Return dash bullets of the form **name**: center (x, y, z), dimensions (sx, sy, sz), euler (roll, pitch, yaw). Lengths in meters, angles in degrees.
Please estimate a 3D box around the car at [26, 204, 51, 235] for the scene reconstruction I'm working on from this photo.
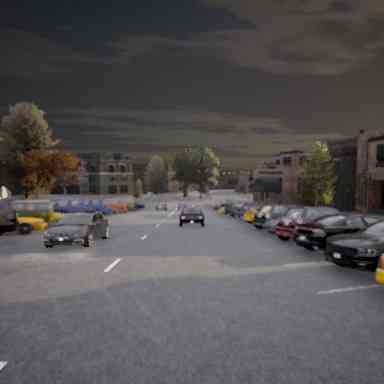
- **car**: center (-11.287, 1.702, 19.234), dimensions (5.366, 1.575, 1.946), euler (0, -1, -20)

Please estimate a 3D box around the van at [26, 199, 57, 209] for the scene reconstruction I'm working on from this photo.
- **van**: center (-11.593, 1.537, 22.125), dimensions (4.442, 1.987, 1.878), euler (0, -1, -20)

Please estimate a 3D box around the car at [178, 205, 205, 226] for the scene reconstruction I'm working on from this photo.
- **car**: center (-0.023, 1.937, 26.379), dimensions (1.895, 1.301, 4.718), euler (0, -1, 0)

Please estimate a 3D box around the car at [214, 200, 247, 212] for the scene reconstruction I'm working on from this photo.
- **car**: center (5.983, 2.167, 51.244), dimensions (4.553, 1.767, 2.185), euler (1, -1, -21)

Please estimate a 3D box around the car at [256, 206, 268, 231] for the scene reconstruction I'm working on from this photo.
- **car**: center (6.356, 1.705, 18.937), dimensions (4.674, 1.452, 2.002), euler (1, -1, -20)

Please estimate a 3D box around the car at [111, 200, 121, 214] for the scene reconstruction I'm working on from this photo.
- **car**: center (-11.486, 2.123, 40.194), dimensions (4.892, 1.521, 2.231), euler (0, -2, -19)

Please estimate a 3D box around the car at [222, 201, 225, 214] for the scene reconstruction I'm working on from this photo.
- **car**: center (6.175, 2.032, 36.540), dimensions (4.792, 1.488, 2.163), euler (1, -1, -21)

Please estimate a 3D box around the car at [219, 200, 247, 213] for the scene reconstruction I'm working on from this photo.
- **car**: center (6.178, 2.061, 39.486), dimensions (5.008, 1.535, 2.097), euler (1, -1, -21)

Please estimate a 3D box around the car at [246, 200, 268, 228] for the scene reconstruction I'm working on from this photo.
- **car**: center (6.305, 1.591, 21.873), dimensions (4.553, 1.767, 2.185), euler (1, -1, -20)

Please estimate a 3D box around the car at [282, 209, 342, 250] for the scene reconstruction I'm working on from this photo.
- **car**: center (6.376, 1.578, 13.075), dimensions (5.008, 1.535, 2.097), euler (1, -1, -20)

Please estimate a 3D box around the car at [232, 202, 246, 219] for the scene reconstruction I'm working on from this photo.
- **car**: center (6.280, 1.831, 27.748), dimensions (4.892, 1.521, 2.231), euler (1, -1, -20)

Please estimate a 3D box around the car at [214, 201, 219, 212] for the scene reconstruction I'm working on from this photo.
- **car**: center (5.960, 2.112, 42.355), dimensions (5.366, 1.575, 1.946), euler (1, -1, -21)

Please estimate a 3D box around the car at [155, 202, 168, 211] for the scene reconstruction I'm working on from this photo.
- **car**: center (-5.217, 2.441, 56.987), dimensions (2.128, 1.511, 4.902), euler (0, -1, 0)

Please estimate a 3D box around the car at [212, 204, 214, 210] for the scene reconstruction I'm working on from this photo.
- **car**: center (6.062, 2.235, 48.299), dimensions (5.008, 1.535, 2.097), euler (1, -1, -21)

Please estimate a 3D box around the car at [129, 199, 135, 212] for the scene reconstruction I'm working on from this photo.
- **car**: center (-11.315, 2.177, 49.215), dimensions (4.553, 1.767, 2.185), euler (0, -1, -19)

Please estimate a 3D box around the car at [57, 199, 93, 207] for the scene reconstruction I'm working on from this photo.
- **car**: center (-11.551, 1.629, 28.147), dimensions (5.566, 2.045, 2.435), euler (0, -1, -20)

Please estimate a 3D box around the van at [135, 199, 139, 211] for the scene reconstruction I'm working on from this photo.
- **van**: center (-11.184, 2.137, 52.253), dimensions (4.442, 1.987, 1.878), euler (0, -2, -19)

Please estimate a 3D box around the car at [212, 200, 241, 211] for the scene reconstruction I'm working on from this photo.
- **car**: center (5.892, 2.283, 57.142), dimensions (4.553, 1.767, 2.185), euler (1, -1, -21)

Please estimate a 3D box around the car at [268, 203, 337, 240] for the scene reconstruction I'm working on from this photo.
- **car**: center (6.340, 1.493, 16.007), dimensions (4.553, 1.767, 2.185), euler (1, -1, -20)

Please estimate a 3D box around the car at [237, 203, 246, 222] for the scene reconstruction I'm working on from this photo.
- **car**: center (6.306, 1.772, 24.811), dimensions (5.008, 1.535, 2.097), euler (1, -1, -20)

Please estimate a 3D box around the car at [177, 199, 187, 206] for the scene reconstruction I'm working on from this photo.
- **car**: center (-1.880, 2.646, 64.645), dimensions (2.033, 1.411, 5.357), euler (0, -1, -1)

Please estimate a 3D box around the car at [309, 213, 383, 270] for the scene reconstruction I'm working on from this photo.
- **car**: center (6.401, 1.546, 10.144), dimensions (5.008, 1.535, 2.097), euler (1, -1, -20)

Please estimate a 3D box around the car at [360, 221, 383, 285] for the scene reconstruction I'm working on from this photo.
- **car**: center (6.578, 1.515, 7.271), dimensions (5.366, 1.575, 1.946), euler (1, -1, -20)

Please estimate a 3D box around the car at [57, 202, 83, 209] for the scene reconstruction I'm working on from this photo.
- **car**: center (-11.329, 1.816, 25.225), dimensions (5.366, 1.575, 1.946), euler (0, -2, -20)

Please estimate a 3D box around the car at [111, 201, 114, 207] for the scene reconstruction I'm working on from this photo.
- **car**: center (-11.531, 2.092, 37.174), dimensions (4.792, 1.488, 2.163), euler (0, -1, -20)

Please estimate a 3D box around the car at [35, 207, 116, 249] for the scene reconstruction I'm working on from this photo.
- **car**: center (-5.147, 1.649, 15.453), dimensions (1.837, 1.490, 4.892), euler (0, -1, 0)

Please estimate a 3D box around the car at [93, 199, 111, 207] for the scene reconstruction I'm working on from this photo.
- **car**: center (-11.555, 1.750, 34.165), dimensions (5.566, 2.045, 2.435), euler (0, -1, -20)

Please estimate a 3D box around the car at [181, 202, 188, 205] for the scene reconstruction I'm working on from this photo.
- **car**: center (-0.154, 2.251, 42.225), dimensions (1.895, 1.301, 4.718), euler (0, -1, 0)

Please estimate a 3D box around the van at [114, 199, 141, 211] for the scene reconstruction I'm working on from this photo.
- **van**: center (-11.294, 2.258, 58.166), dimensions (4.442, 1.987, 1.878), euler (0, -1, -19)

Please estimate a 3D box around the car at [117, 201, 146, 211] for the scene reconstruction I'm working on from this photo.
- **car**: center (-11.122, 2.543, 61.199), dimensions (5.008, 1.535, 2.097), euler (0, -1, -19)

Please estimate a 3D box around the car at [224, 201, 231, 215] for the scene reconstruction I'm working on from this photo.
- **car**: center (6.242, 1.945, 33.614), dimensions (5.008, 1.535, 2.097), euler (1, -1, -21)

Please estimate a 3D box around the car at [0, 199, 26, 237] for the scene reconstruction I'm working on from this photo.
- **car**: center (-11.473, 1.406, 16.168), dimensions (5.566, 2.045, 2.435), euler (-1, -1, -20)

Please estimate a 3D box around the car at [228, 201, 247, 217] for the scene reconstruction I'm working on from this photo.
- **car**: center (6.257, 1.889, 30.680), dimensions (4.892, 1.521, 2.231), euler (1, -2, -21)

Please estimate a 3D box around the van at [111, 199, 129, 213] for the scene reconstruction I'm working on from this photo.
- **van**: center (-11.506, 2.018, 46.165), dimensions (4.442, 1.987, 1.878), euler (0, -1, -19)

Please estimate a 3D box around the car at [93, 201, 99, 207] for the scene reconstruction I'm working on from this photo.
- **car**: center (-11.529, 1.942, 31.157), dimensions (4.892, 1.521, 2.231), euler (0, -1, -20)

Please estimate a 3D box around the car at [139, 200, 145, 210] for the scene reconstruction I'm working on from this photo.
- **car**: center (-11.213, 2.172, 55.223), dimensions (5.566, 2.045, 2.435), euler (0, -1, -19)
